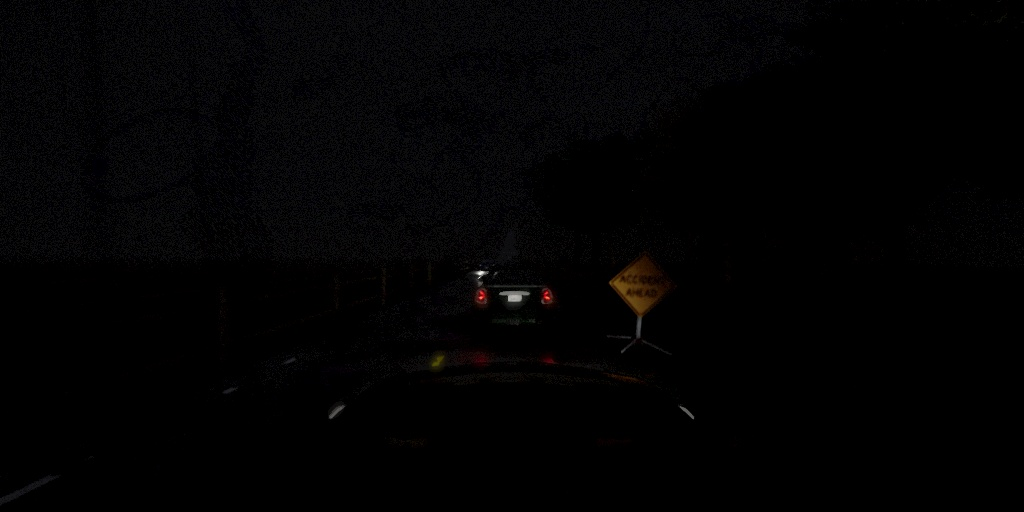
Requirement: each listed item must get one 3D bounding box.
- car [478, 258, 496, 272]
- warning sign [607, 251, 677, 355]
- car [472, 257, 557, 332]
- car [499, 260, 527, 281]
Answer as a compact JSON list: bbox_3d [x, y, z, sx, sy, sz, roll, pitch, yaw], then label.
[{"bbox_3d":[-2.841,1.008,41.853,1.812,1.442,4.674,0,0,0],"label":"car"},{"bbox_3d":[2.449,0.820,7.015,1.300,1.860,1.060,0,0,0],"label":"warning sign"},{"bbox_3d":[0.072,1.031,10.722,2.097,1.767,4.553,0,0,0],"label":"car"},{"bbox_3d":[0.086,1.119,29.345,2.033,1.411,5.357,0,0,0],"label":"car"}]
